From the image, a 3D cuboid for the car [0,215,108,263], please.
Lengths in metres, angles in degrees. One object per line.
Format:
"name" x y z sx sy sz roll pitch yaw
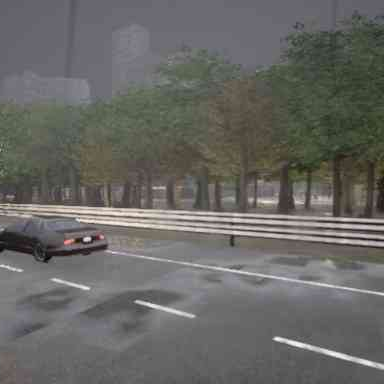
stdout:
"car" -5.364 1.553 11.998 5.357 1.411 2.033 0 0 36
